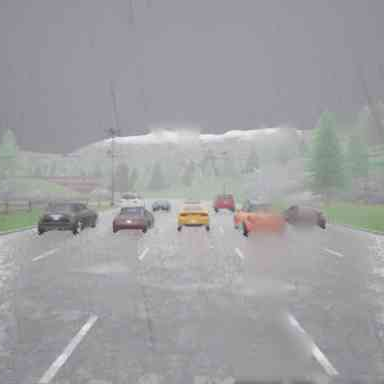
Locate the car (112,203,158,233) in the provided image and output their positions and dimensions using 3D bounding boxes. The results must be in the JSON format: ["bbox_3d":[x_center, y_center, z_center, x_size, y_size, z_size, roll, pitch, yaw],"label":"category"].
[{"bbox_3d":[-3.401,1.569,19.914,1.994,1.385,4.181,0,0,0],"label":"car"}]

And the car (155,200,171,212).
[{"bbox_3d":[-3.406,1.610,37.945,1.895,1.301,4.718,0,0,0],"label":"car"}]

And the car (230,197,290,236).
[{"bbox_3d":[3.600,1.359,18.552,2.097,1.767,4.553,0,0,0],"label":"car"}]

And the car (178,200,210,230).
[{"bbox_3d":[0.100,1.483,21.195,1.882,1.535,5.008,0,0,0],"label":"car"}]

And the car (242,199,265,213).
[{"bbox_3d":[7.090,1.535,38.631,1.812,1.442,4.674,0,0,0],"label":"car"}]

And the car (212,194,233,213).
[{"bbox_3d":[3.592,1.230,37.814,2.150,2.045,5.566,0,0,0],"label":"car"}]

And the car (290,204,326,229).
[{"bbox_3d":[7.098,1.531,21.529,1.812,1.442,4.674,0,0,0],"label":"car"}]

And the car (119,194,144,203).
[{"bbox_3d":[-6.908,1.230,38.483,2.150,2.045,5.566,0,0,0],"label":"car"}]

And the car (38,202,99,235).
[{"bbox_3d":[-6.904,1.358,19.062,2.097,1.767,4.553,0,0,0],"label":"car"}]
